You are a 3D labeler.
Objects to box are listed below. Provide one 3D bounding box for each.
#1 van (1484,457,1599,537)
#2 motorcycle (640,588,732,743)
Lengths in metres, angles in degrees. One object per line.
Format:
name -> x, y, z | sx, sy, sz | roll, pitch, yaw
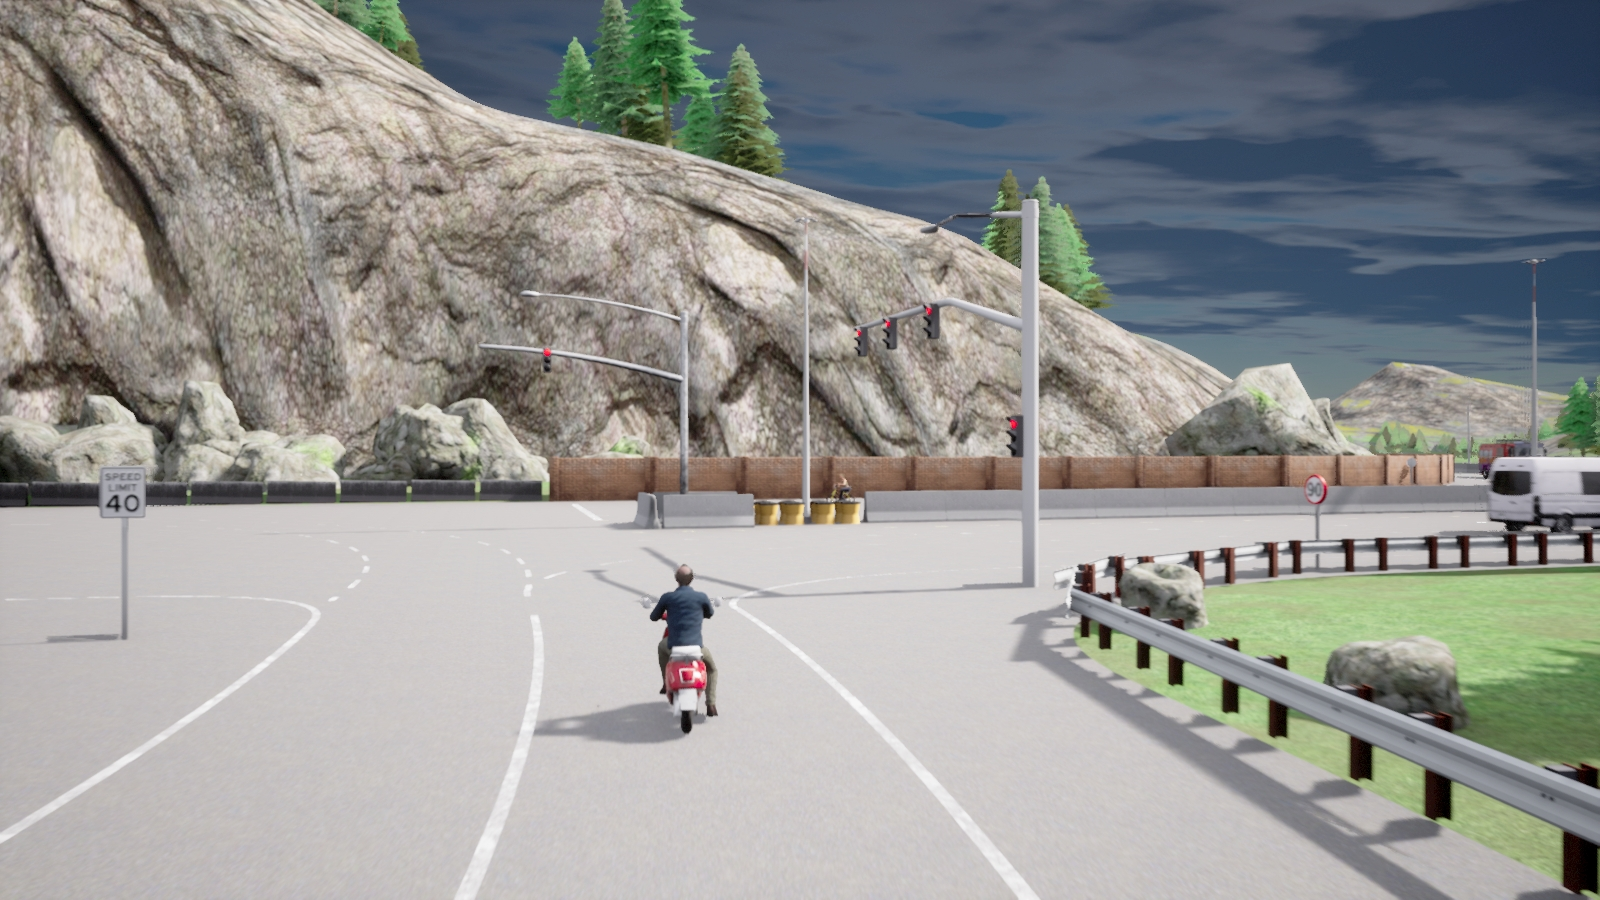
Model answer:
van -> 26.354, 1.527, 38.681 | 5.915, 2.561, 1.988 | 0, 0, -16
motorcycle -> -1.222, 2.180, 11.904 | 0.856, 1.236, 1.805 | 0, 1, -9
